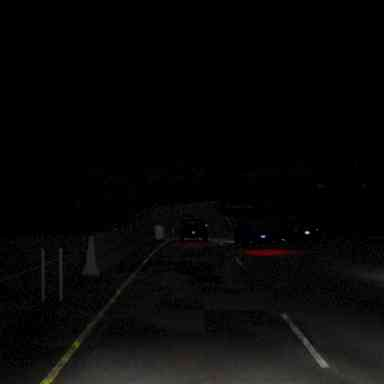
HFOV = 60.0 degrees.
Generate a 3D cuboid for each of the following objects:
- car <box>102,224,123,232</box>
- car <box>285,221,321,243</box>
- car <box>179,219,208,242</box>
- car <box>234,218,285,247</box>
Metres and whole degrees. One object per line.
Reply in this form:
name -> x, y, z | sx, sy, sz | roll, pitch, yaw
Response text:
car -> -10.547, 4.983, 44.351 | 1.882, 1.535, 5.008 | 0, -7, 0
car -> 7.101, 2.669, 22.495 | 1.994, 1.385, 4.181 | 0, -5, 0
car -> 0.102, 2.729, 23.948 | 1.882, 1.535, 5.008 | 0, -6, 0
car -> 3.601, 2.296, 19.290 | 1.882, 1.535, 5.008 | 0, -5, 0
